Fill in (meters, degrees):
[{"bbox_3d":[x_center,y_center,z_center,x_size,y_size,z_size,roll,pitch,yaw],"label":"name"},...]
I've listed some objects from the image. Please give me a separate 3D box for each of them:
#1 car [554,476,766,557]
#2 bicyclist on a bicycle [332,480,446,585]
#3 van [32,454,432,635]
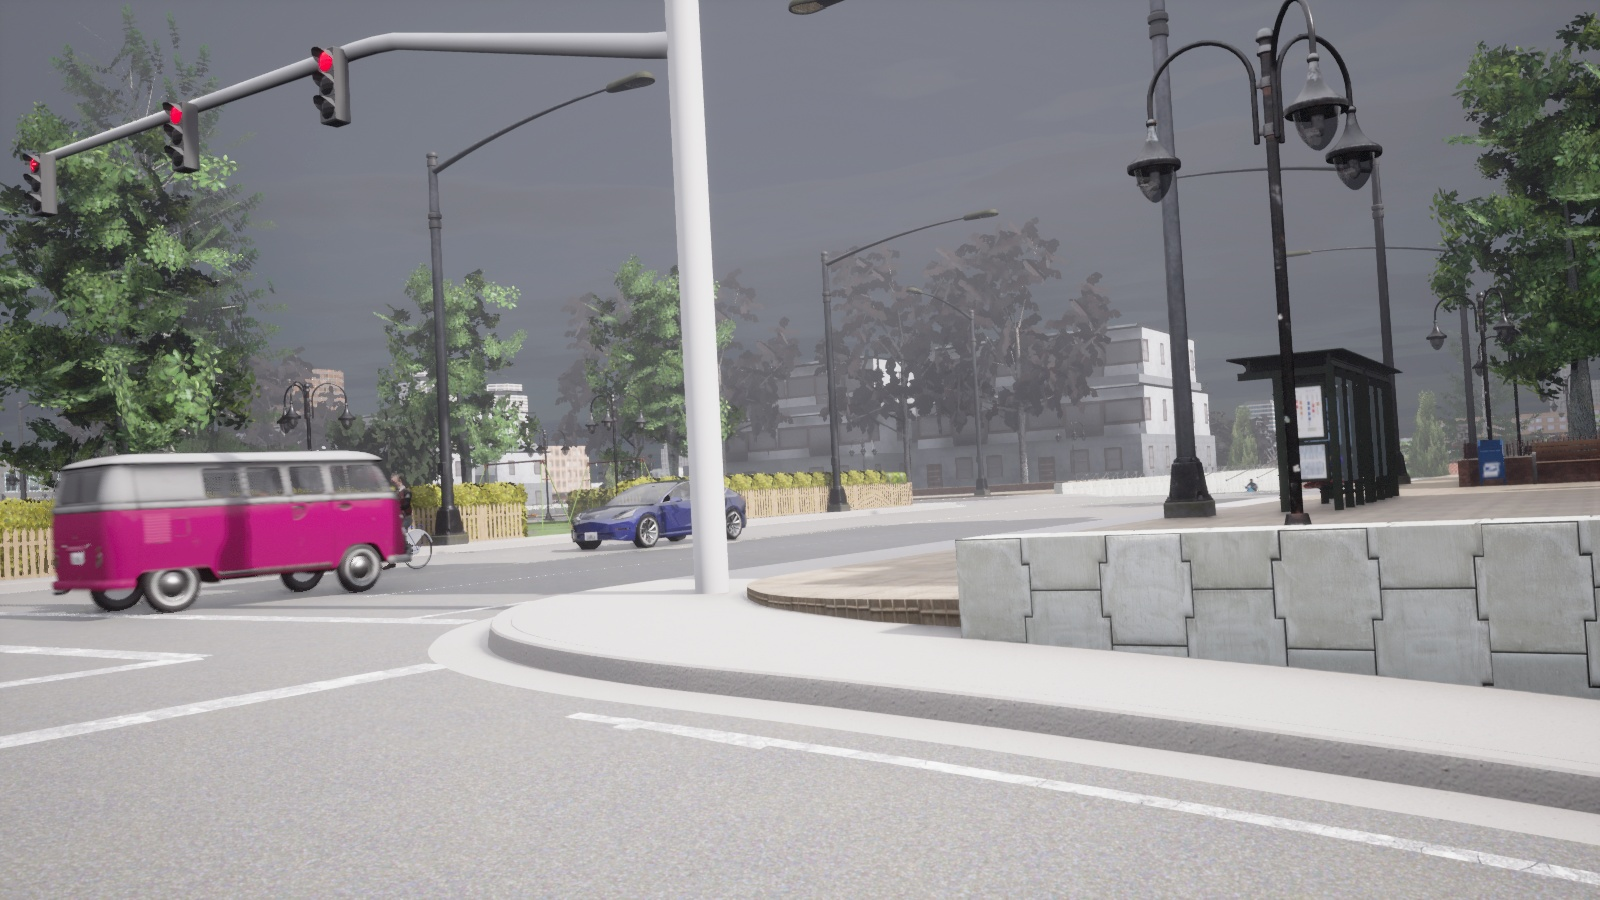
[{"bbox_3d":[-3.126,1.490,29.020,2.163,1.488,4.792,-5,-2,34],"label":"car"},{"bbox_3d":[-7.419,1.470,22.764,0.659,1.776,1.843,-5,-2,34],"label":"bicyclist on a bicycle"},{"bbox_3d":[-7.379,1.154,16.736,1.775,1.987,4.442,-6,-2,38],"label":"van"}]
